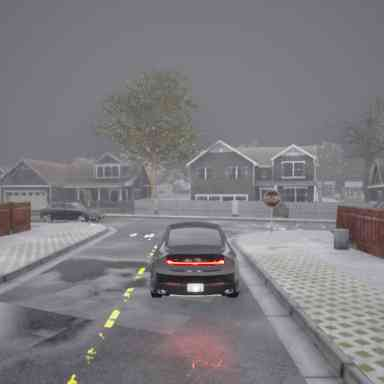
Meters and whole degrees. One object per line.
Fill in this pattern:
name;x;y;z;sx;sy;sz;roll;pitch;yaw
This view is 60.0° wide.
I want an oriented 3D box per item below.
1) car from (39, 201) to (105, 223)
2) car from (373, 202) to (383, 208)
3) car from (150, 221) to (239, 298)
car;-8.727;1.464;24.262;4.892;1.490;1.837;0;0;17
car;12.637;1.435;21.689;4.553;1.767;2.097;0;0;18
car;0.045;1.506;8.517;1.837;1.490;4.892;0;0;0
